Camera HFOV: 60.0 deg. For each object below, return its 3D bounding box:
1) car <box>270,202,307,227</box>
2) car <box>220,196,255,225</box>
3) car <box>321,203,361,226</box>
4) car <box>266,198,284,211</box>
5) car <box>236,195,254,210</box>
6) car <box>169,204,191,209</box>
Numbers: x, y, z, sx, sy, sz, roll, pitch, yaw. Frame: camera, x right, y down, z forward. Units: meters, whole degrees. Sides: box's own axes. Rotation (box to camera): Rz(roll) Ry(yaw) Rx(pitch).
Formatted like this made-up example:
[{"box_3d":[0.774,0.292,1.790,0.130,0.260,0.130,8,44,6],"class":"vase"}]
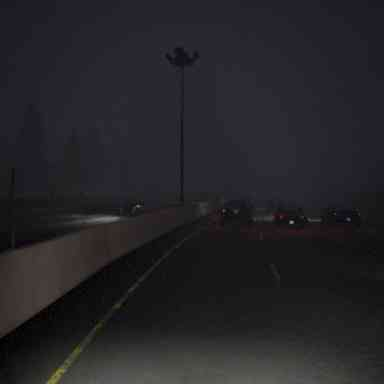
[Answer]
[{"box_3d":[6.527,1.569,22.562,1.895,1.301,4.718,0,0,11],"class":"car"},{"box_3d":[3.245,1.307,23.853,2.097,1.767,4.553,0,0,11],"class":"car"},{"box_3d":[10.173,1.504,22.933,1.812,1.442,4.674,0,0,11],"class":"car"},{"box_3d":[9.830,1.418,39.269,1.882,1.535,5.008,0,0,11],"class":"car"},{"box_3d":[6.697,1.278,41.453,2.097,1.767,4.553,0,0,11],"class":"car"},{"box_3d":[-1.319,1.388,38.029,1.882,1.535,5.008,0,0,11],"class":"car"}]
